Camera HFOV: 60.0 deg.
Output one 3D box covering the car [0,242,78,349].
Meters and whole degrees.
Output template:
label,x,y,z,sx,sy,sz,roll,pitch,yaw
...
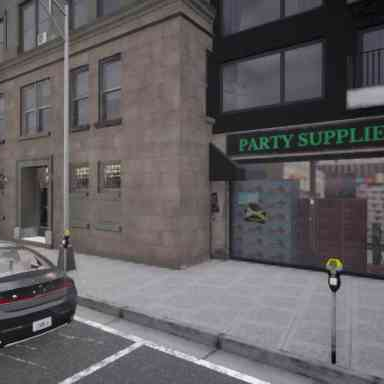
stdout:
label,x,y,z,sx,sy,sz,roll,pitch,yaw
car,-3.806,1.550,5.758,4.403,1.369,2.008,0,0,35
